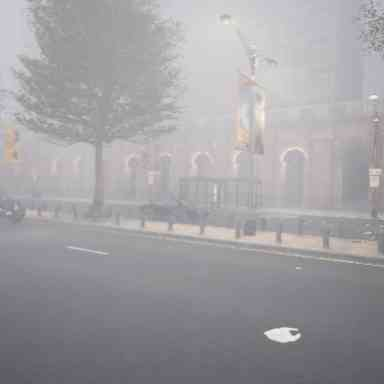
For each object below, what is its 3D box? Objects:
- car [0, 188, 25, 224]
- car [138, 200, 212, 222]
[{"bbox_3d":[-11.526,0.647,18.228,5.566,2.045,2.150,2,1,33],"label":"car"},{"bbox_3d":[-1.190,1.129,21.345,4.718,1.301,1.895,2,1,33],"label":"car"}]
